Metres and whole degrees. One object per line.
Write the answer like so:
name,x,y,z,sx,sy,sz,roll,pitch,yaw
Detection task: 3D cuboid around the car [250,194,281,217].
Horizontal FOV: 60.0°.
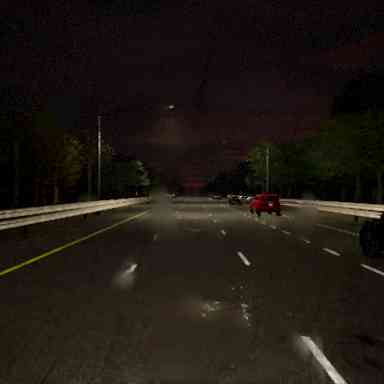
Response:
car,7.036,1.248,32.264,2.150,2.045,5.566,0,0,0

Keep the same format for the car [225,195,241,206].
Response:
car,7.130,1.598,56.464,1.837,1.490,4.892,0,0,0

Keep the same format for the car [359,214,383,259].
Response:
car,7.000,1.226,9.428,2.150,2.045,5.566,0,0,0
